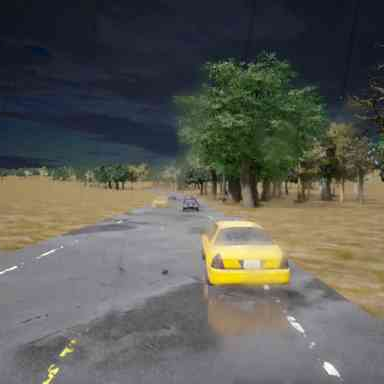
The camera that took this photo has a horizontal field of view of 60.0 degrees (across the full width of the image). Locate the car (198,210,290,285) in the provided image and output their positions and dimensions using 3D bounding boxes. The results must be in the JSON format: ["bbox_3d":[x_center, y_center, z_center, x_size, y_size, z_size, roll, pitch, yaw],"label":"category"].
[{"bbox_3d":[1.219,1.447,9.354,1.801,1.575,5.366,0,0,0],"label":"car"}]

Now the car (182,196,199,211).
[{"bbox_3d":[-0.142,1.447,38.206,2.033,1.411,5.357,0,0,-1],"label":"car"}]

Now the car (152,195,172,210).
[{"bbox_3d":[-3.867,1.360,41.704,1.882,1.535,5.008,0,0,-1],"label":"car"}]

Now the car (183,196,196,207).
[{"bbox_3d":[-0.351,1.369,48.788,1.812,1.442,4.674,0,0,-1],"label":"car"}]

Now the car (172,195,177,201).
[{"bbox_3d":[-4.380,1.292,74.196,1.895,1.301,4.718,0,0,-1],"label":"car"}]
